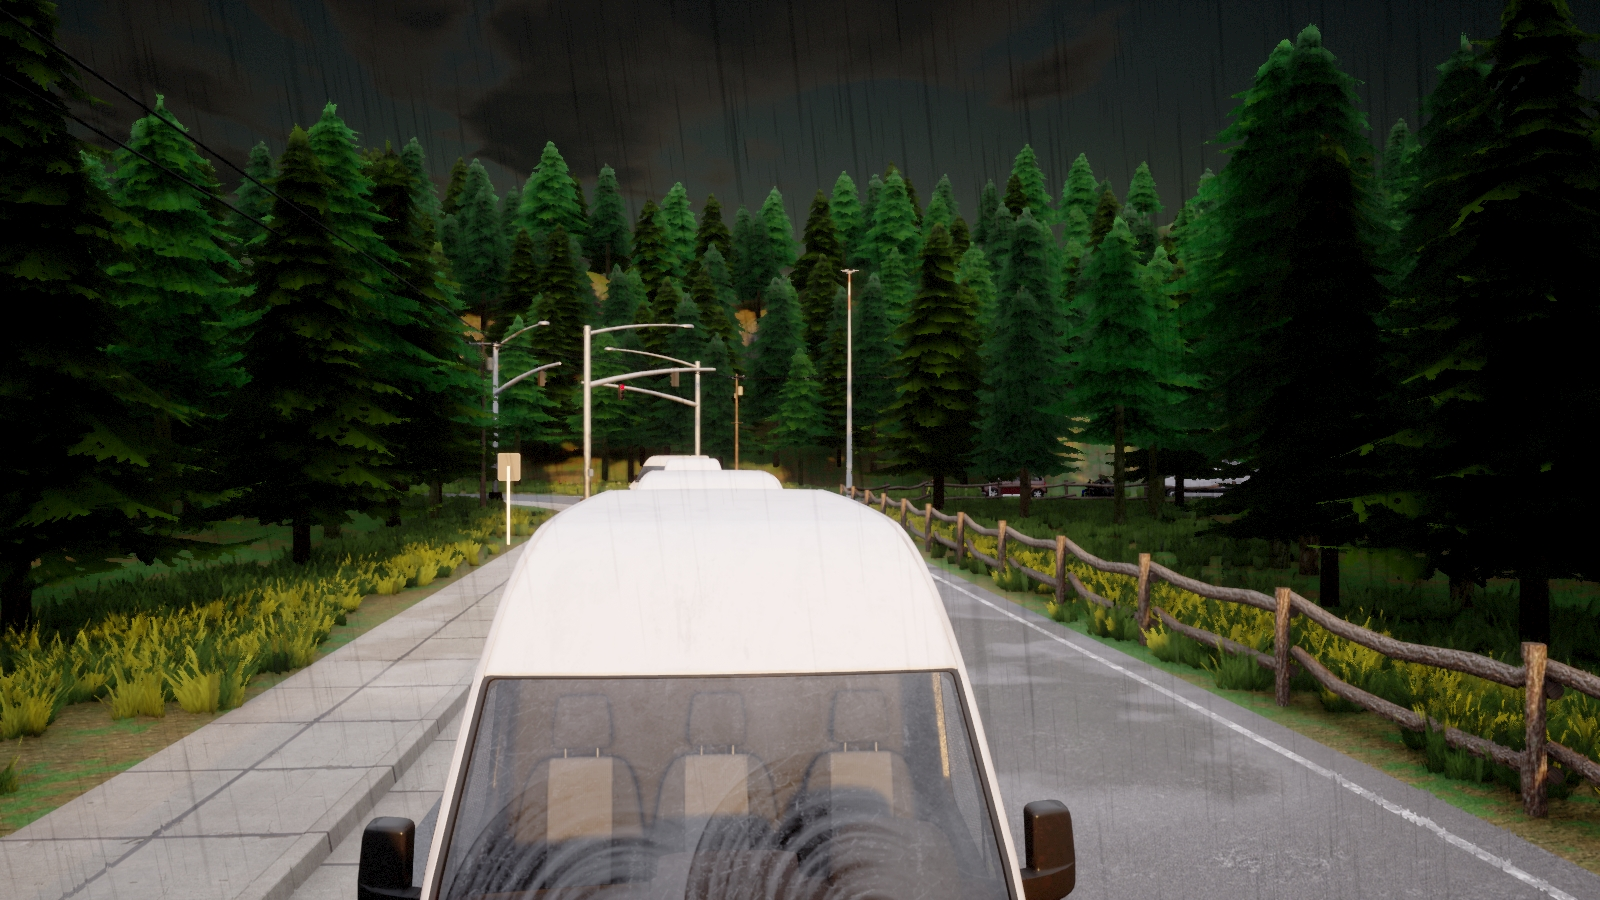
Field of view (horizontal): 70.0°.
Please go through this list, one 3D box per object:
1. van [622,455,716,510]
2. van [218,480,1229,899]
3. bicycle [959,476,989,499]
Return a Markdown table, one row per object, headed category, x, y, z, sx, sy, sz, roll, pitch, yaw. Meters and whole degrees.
| category | x | y | z | sx | sy | sz | roll | pitch | yaw |
| --- | --- | --- | --- | --- | --- | --- | --- | --- | --- |
| van | -6.333 | 1.515 | 56.005 | 1.988 | 2.561 | 5.915 | 0 | 0 | 22 |
| van | -0.356 | 1.499 | 5.202 | 1.988 | 2.561 | 5.915 | 0 | 0 | -5 |
| bicycle | 9.924 | 2.158 | 65.245 | 1.487 | 1.276 | 0.859 | 0 | 0 | -6 |
